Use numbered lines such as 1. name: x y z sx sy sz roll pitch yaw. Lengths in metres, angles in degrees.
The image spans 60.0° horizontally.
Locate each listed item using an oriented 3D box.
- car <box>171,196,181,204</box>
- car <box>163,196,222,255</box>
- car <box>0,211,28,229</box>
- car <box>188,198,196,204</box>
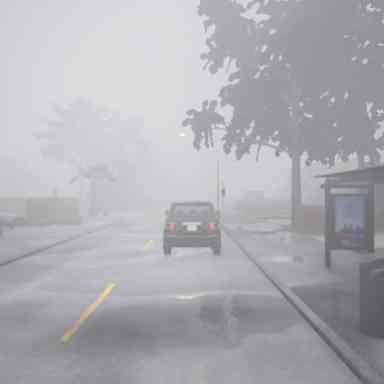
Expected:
1. car: -3.991 2.004 83.126 2.150 2.045 5.566 0 -1 0
2. car: 0.003 1.349 14.024 2.150 2.045 5.566 0 0 0
3. car: -12.882 1.544 19.970 5.357 1.415 2.033 0 -1 3
4. car: 0.009 2.247 85.009 1.882 1.535 5.008 0 -1 0
